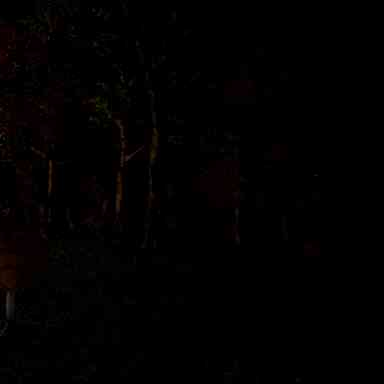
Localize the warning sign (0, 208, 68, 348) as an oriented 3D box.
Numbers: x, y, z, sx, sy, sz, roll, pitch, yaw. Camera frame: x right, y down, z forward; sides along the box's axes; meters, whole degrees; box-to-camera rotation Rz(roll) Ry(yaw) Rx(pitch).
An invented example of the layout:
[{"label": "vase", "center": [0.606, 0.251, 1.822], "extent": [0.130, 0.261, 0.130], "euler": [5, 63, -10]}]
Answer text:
[{"label": "warning sign", "center": [-2.829, 1.214, 5.213], "extent": [1.060, 1.860, 1.300], "euler": [0, 0, 37]}]
